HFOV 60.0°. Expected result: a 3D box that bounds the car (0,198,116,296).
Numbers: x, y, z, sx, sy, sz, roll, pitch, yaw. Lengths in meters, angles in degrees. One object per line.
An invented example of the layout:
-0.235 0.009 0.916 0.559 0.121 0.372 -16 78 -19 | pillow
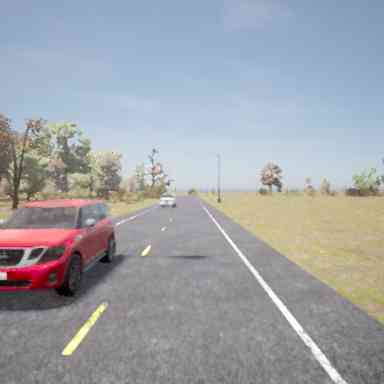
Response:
-3.598 1.223 8.985 2.150 2.045 5.566 0 0 0 | car

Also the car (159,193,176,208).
-3.553 1.232 49.336 2.150 2.045 5.566 0 0 0 | car
